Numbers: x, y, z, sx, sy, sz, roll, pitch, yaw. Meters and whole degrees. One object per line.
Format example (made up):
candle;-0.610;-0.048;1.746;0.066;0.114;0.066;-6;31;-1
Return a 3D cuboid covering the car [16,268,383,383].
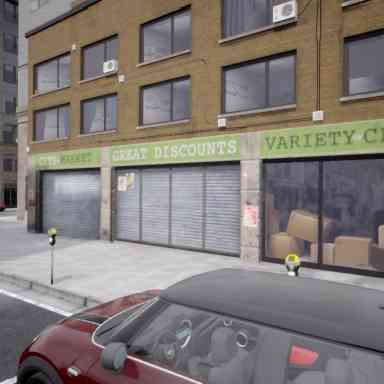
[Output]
car;0.247;1.440;2.889;4.097;1.590;1.967;0;1;35

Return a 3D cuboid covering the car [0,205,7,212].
car;-19.421;1.458;29.770;1.895;1.301;4.718;1;1;34
